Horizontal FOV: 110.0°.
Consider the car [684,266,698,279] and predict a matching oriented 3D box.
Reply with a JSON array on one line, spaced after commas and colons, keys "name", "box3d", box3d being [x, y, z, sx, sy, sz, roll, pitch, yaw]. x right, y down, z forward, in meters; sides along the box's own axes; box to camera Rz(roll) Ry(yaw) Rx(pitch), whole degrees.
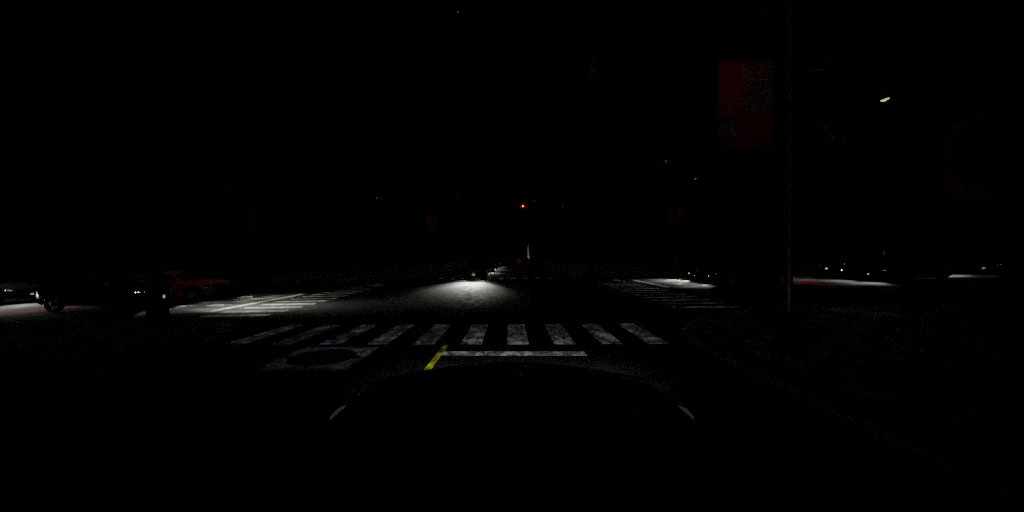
[{"name": "car", "box3d": [14.654, 1.019, 25.657, 4.181, 1.385, 1.994, -1, 0, 0]}]

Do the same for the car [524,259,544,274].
[{"name": "car", "box3d": [2.726, 1.305, 41.122, 2.007, 1.370, 4.403, 0, 0, 0]}]

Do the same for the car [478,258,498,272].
[{"name": "car", "box3d": [-3.153, 1.304, 44.615, 2.033, 1.411, 5.357, 0, 0, 0]}]

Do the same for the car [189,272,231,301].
[{"name": "car", "box3d": [-17.652, 1.528, 18.905, 5.008, 1.535, 1.882, -1, 0, 2]}]

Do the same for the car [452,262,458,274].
[{"name": "car", "box3d": [-5.799, 1.305, 41.083, 2.007, 1.370, 4.403, 0, 0, 0]}]

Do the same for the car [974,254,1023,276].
[{"name": "car", "box3d": [36.251, 0.573, 25.682, 4.902, 1.511, 2.128, -1, 0, 0]}]

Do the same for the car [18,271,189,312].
[{"name": "car", "box3d": [-17.629, 1.546, 15.661, 4.902, 1.511, 2.128, -1, 0, 2]}]

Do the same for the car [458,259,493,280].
[{"name": "car", "box3d": [-3.086, 1.244, 31.042, 2.128, 1.511, 4.902, 0, 0, 0]}]

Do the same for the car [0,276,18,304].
[{"name": "car", "box3d": [-27.627, 1.763, 18.884, 4.674, 1.442, 1.812, -1, 0, 0]}]

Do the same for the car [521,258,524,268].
[{"name": "car", "box3d": [2.671, 1.303, 52.011, 1.888, 1.381, 4.507, 0, 0, 0]}]

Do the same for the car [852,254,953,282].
[{"name": "car", "box3d": [24.611, 0.811, 22.428, 4.674, 1.442, 1.812, -1, 0, 0]}]

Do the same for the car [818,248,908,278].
[{"name": "car", "box3d": [25.262, 0.490, 25.679, 5.566, 2.045, 2.150, -1, 0, 0]}]

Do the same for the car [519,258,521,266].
[{"name": "car", "box3d": [2.644, 1.311, 57.455, 2.007, 1.370, 4.403, 0, 0, 0]}]

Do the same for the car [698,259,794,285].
[{"name": "car", "box3d": [14.728, 0.964, 22.387, 4.892, 1.490, 1.837, -1, 0, 2]}]

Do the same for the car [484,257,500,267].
[{"name": "car", "box3d": [-3.205, 1.286, 56.320, 1.812, 1.442, 4.674, 0, 0, 0]}]
